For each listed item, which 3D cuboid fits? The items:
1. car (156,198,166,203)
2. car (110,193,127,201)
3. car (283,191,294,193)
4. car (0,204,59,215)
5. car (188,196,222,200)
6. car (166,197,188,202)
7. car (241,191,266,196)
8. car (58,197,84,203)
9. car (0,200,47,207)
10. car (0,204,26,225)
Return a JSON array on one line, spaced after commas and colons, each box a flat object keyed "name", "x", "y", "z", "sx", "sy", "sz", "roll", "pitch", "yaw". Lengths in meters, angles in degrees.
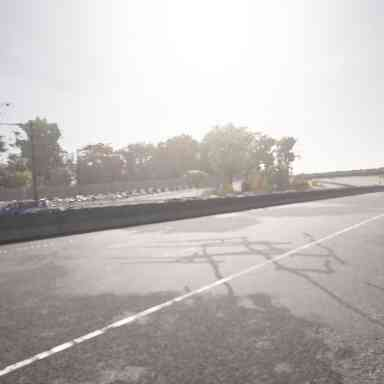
[{"name": "car", "x": -2.950, "y": 1.507, "z": 44.484, "sx": 1.837, "sy": 1.490, "sz": 4.892, "roll": -3, "pitch": 0, "yaw": 40}, {"name": "car", "x": -14.543, "y": 0.877, "z": 66.442, "sx": 1.812, "sy": 1.442, "sz": 4.674, "roll": -3, "pitch": 2, "yaw": 20}, {"name": "car", "x": 16.237, "y": 0.612, "z": 56.382, "sx": 1.837, "sy": 1.490, "sz": 4.892, "roll": -3, "pitch": 0, "yaw": 40}, {"name": "car", "x": -11.207, "y": 1.893, "z": 23.772, "sx": 2.128, "sy": 1.511, "sz": 4.902, "roll": -3, "pitch": 0, "yaw": 40}, {"name": "car", "x": 2.238, "y": 1.238, "z": 39.791, "sx": 1.882, "sy": 1.535, "sz": 5.008, "roll": -3, "pitch": 0, "yaw": 40}, {"name": "car", "x": -0.639, "y": 1.495, "z": 41.800, "sx": 1.895, "sy": 1.301, "sz": 4.718, "roll": -3, "pitch": 0, "yaw": 40}, {"name": "car", "x": 10.517, "y": 0.722, "z": 55.066, "sx": 2.097, "sy": 1.767, "sz": 4.553, "roll": -3, "pitch": 0, "yaw": 41}, {"name": "car", "x": -19.153, "y": 1.499, "z": 52.561, "sx": 2.128, "sy": 1.511, "sz": 4.902, "roll": -3, "pitch": 1, "yaw": 18}, {"name": "car", "x": -13.936, "y": 1.749, "z": 25.978, "sx": 2.150, "sy": 2.045, "sz": 5.566, "roll": -3, "pitch": 0, "yaw": 40}, {"name": "car", "x": -16.891, "y": 1.966, "z": 27.763, "sx": 1.882, "sy": 1.535, "sz": 5.008, "roll": 4, "pitch": 5, "yaw": 40}]
